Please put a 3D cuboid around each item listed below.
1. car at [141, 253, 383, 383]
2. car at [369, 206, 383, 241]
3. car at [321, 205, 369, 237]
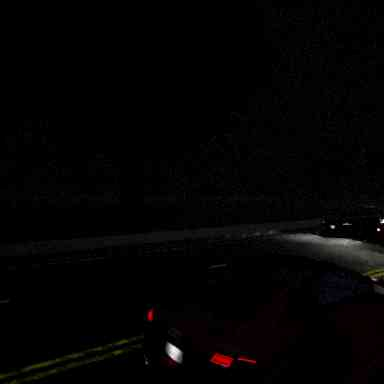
[{"bbox_3d":[1.451,1.562,4.473,4.181,1.385,1.994,0,0,-35],"label":"car"},{"bbox_3d":[10.820,1.218,15.390,5.566,2.045,2.150,0,0,-35],"label":"car"},{"bbox_3d":[9.034,1.500,18.106,4.892,1.490,1.837,0,0,-35],"label":"car"}]
